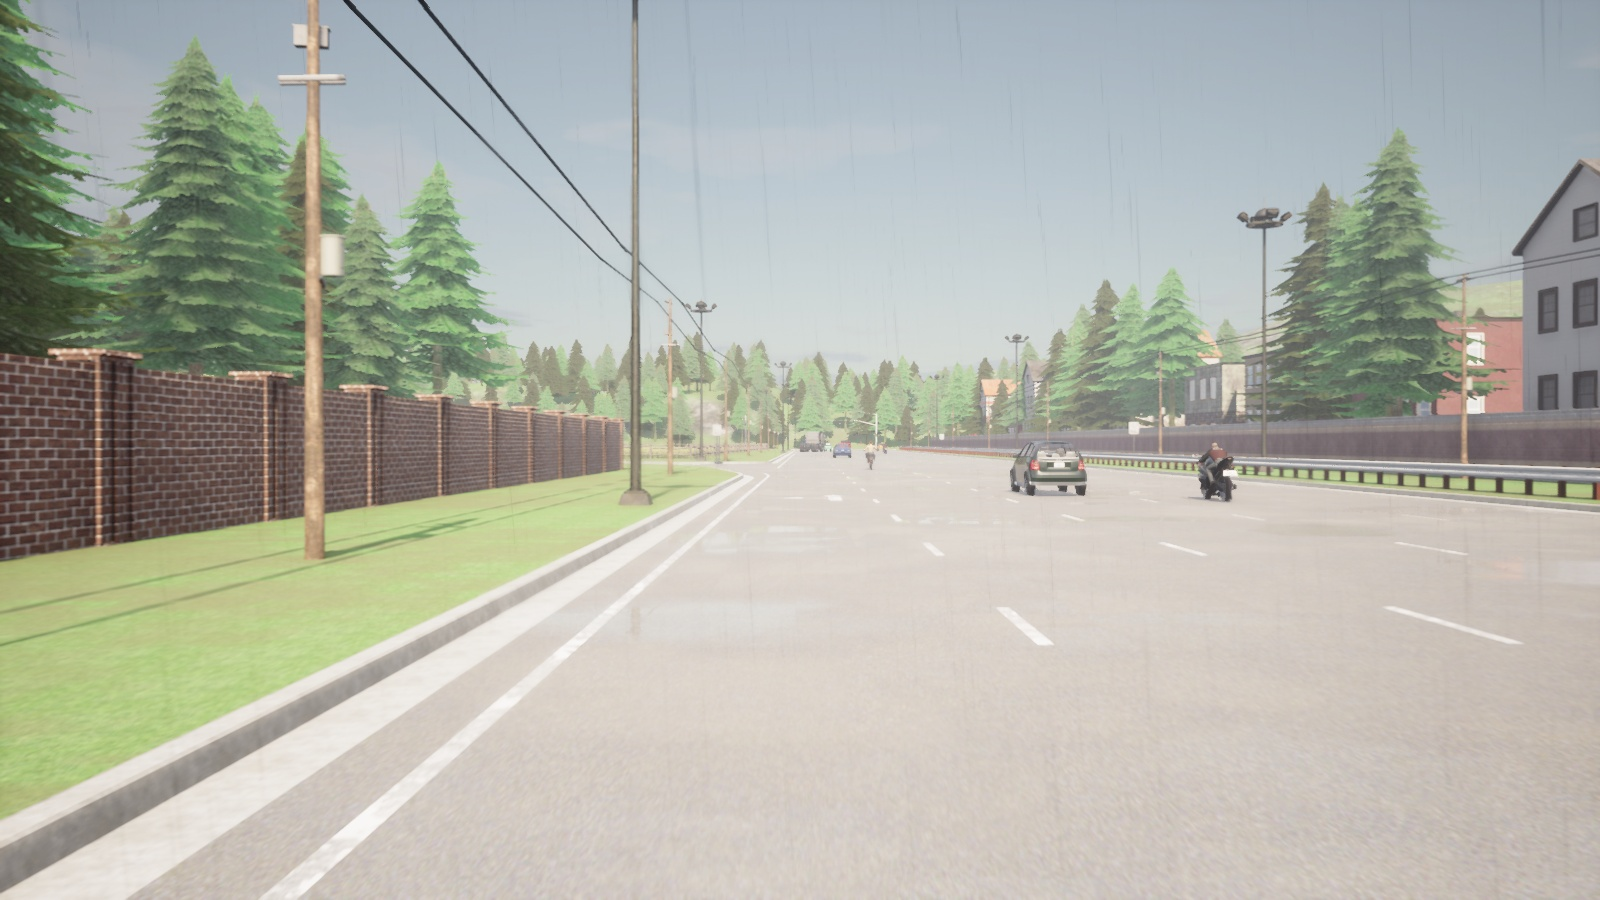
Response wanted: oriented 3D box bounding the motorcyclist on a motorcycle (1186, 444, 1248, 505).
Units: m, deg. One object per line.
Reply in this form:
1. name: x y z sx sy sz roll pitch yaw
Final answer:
1. motorcyclist on a motorcycle: 10.700 0.608 32.316 0.866 1.530 2.191 0 0 0

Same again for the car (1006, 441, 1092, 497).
1. car: 7.226 0.524 36.779 1.789 1.549 3.705 0 0 0
